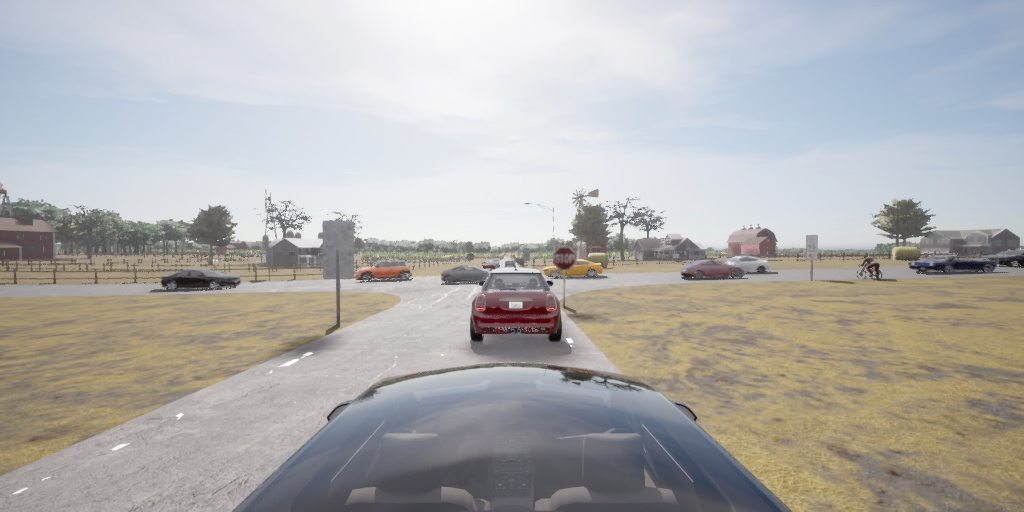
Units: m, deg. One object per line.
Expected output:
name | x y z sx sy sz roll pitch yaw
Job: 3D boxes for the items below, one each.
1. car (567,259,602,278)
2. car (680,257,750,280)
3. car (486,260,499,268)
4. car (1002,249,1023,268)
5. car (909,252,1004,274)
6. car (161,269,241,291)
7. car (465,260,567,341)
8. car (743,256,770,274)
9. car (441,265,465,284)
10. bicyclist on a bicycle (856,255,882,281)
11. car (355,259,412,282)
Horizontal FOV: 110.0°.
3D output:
car | 5.096 1.054 30.448 5.008 1.535 1.882 -2 0 0
car | 14.874 0.973 26.776 4.181 1.385 1.994 -1 1 0
car | -3.244 1.342 60.677 1.994 1.385 4.181 0 0 0
car | 43.177 0.166 30.558 5.008 1.535 1.882 -1 1 0
car | 32.985 0.592 26.848 4.718 1.301 1.895 -1 1 0
car | -23.009 1.690 26.622 5.008 1.535 1.882 -1 1 0
car | 0.110 1.099 10.019 2.097 1.767 4.553 0 0 1
car | 19.290 0.762 30.490 4.674 1.442 1.812 -2 1 0
car | -3.128 1.340 26.724 4.181 1.385 1.994 -1 0 0
bicyclist on a bicycle | 22.792 0.745 22.911 0.582 1.620 1.656 -1 0 0
car | -11.159 1.230 31.190 4.553 1.767 2.097 -2 1 -24
